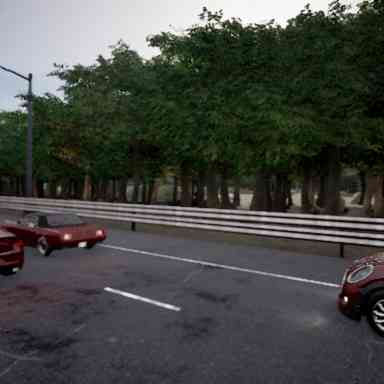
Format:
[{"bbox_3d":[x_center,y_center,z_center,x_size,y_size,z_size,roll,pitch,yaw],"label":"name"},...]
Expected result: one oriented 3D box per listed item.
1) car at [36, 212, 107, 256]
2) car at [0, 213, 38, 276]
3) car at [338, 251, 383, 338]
[{"bbox_3d":[-5.343,1.386,12.192,4.718,1.301,1.895,1,1,37],"label":"car"},{"bbox_3d":[-6.263,1.288,8.534,5.008,1.535,1.882,1,1,36],"label":"car"},{"bbox_3d":[4.726,1.375,4.992,4.553,1.767,2.097,1,1,35],"label":"car"}]
